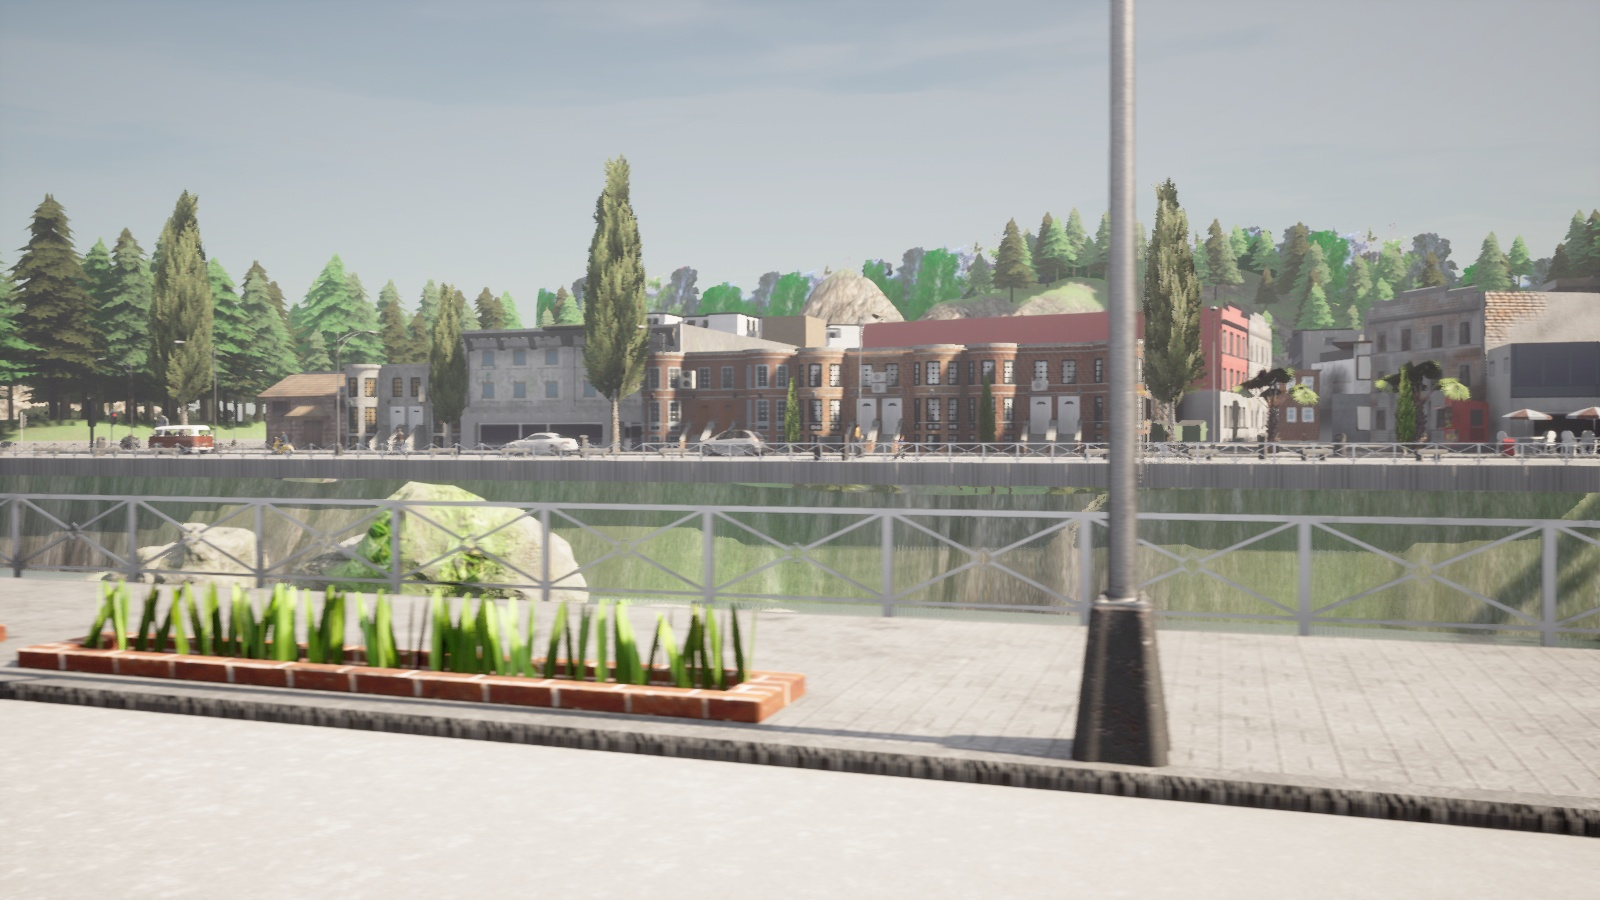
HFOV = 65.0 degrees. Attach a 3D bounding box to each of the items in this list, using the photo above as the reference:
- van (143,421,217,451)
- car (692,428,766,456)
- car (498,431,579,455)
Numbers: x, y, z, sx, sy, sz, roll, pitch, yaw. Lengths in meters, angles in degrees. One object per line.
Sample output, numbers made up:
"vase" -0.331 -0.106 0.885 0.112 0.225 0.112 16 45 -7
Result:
"van" -43.195 -1.014 87.512 4.480 2.038 2.069 1 1 19
"car" -4.190 -0.483 74.404 3.988 1.617 1.851 1 1 19
"car" -16.319 -0.466 78.482 4.674 1.442 1.812 1 1 19
